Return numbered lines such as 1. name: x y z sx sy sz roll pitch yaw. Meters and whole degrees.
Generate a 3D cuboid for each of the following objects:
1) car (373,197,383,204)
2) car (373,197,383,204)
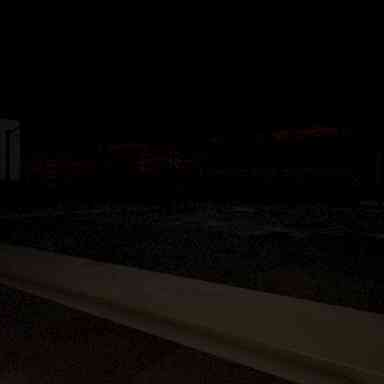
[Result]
1. car: 37.527 1.737 65.324 2.038 1.542 4.974 1 1 6
2. car: 37.534 1.579 65.374 1.853 1.218 4.536 1 1 6
